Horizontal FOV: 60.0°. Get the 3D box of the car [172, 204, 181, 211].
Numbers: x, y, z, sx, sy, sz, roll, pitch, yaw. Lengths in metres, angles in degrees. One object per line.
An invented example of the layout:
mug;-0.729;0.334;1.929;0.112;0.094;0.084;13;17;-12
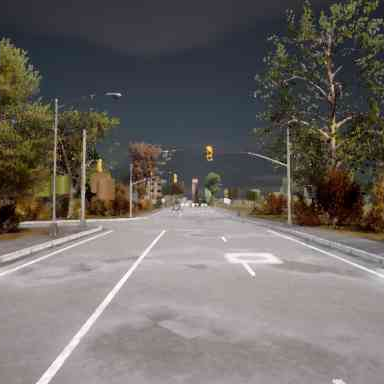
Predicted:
car;-3.653;3.659;79.057;2.128;1.511;4.902;0;-1;0
